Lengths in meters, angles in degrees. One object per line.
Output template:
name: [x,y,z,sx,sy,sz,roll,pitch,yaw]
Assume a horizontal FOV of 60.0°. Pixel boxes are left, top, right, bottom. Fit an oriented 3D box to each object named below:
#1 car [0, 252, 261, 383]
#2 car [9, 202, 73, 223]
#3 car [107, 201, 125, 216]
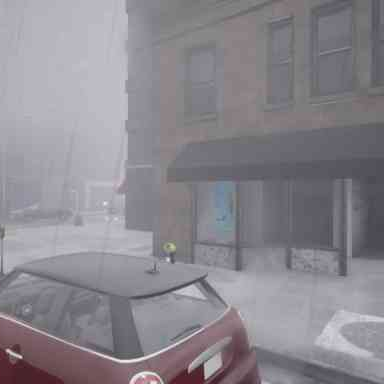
car: [-1.405,1.440,3.851,4.097,1.590,1.967,0,0,36]
car: [-11.377,1.515,25.367,1.812,1.442,4.674,0,0,37]
car: [-6.253,1.555,32.644,1.994,1.385,4.181,0,0,35]
